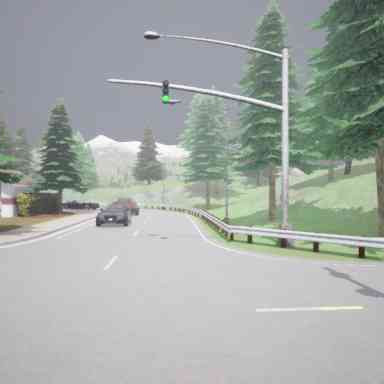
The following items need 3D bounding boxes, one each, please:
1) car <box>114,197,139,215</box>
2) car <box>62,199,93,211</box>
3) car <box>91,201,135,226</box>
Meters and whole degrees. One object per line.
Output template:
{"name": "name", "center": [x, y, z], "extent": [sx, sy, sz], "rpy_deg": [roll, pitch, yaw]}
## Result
{"name": "car", "center": [-6.578, 1.304, 32.436], "extent": [2.097, 1.767, 4.553], "rpy_deg": [0, 0, -22]}
{"name": "car", "center": [-13.535, 1.546, 39.832], "extent": [4.718, 1.301, 1.895], "rpy_deg": [0, 0, 11]}
{"name": "car", "center": [-5.249, 1.529, 22.700], "extent": [1.994, 1.385, 4.181], "rpy_deg": [0, 0, -5]}
